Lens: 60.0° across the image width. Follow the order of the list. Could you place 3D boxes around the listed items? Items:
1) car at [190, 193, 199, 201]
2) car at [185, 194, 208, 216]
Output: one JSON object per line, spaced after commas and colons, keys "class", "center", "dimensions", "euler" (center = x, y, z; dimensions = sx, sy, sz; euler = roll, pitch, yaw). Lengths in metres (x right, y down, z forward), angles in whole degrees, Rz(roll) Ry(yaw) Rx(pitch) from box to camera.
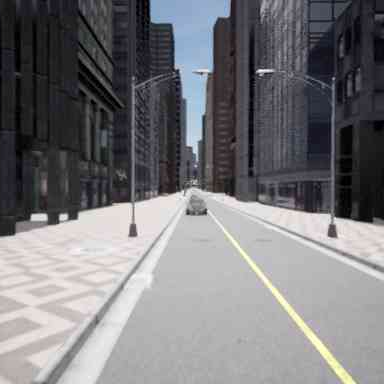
{"class": "car", "center": [0.562, 1.246, 82.485], "dimensions": [2.097, 1.767, 4.553], "euler": [0, 0, 0]}
{"class": "car", "center": [0.436, 1.341, 32.527], "dimensions": [2.097, 1.767, 4.553], "euler": [0, 0, 0]}
